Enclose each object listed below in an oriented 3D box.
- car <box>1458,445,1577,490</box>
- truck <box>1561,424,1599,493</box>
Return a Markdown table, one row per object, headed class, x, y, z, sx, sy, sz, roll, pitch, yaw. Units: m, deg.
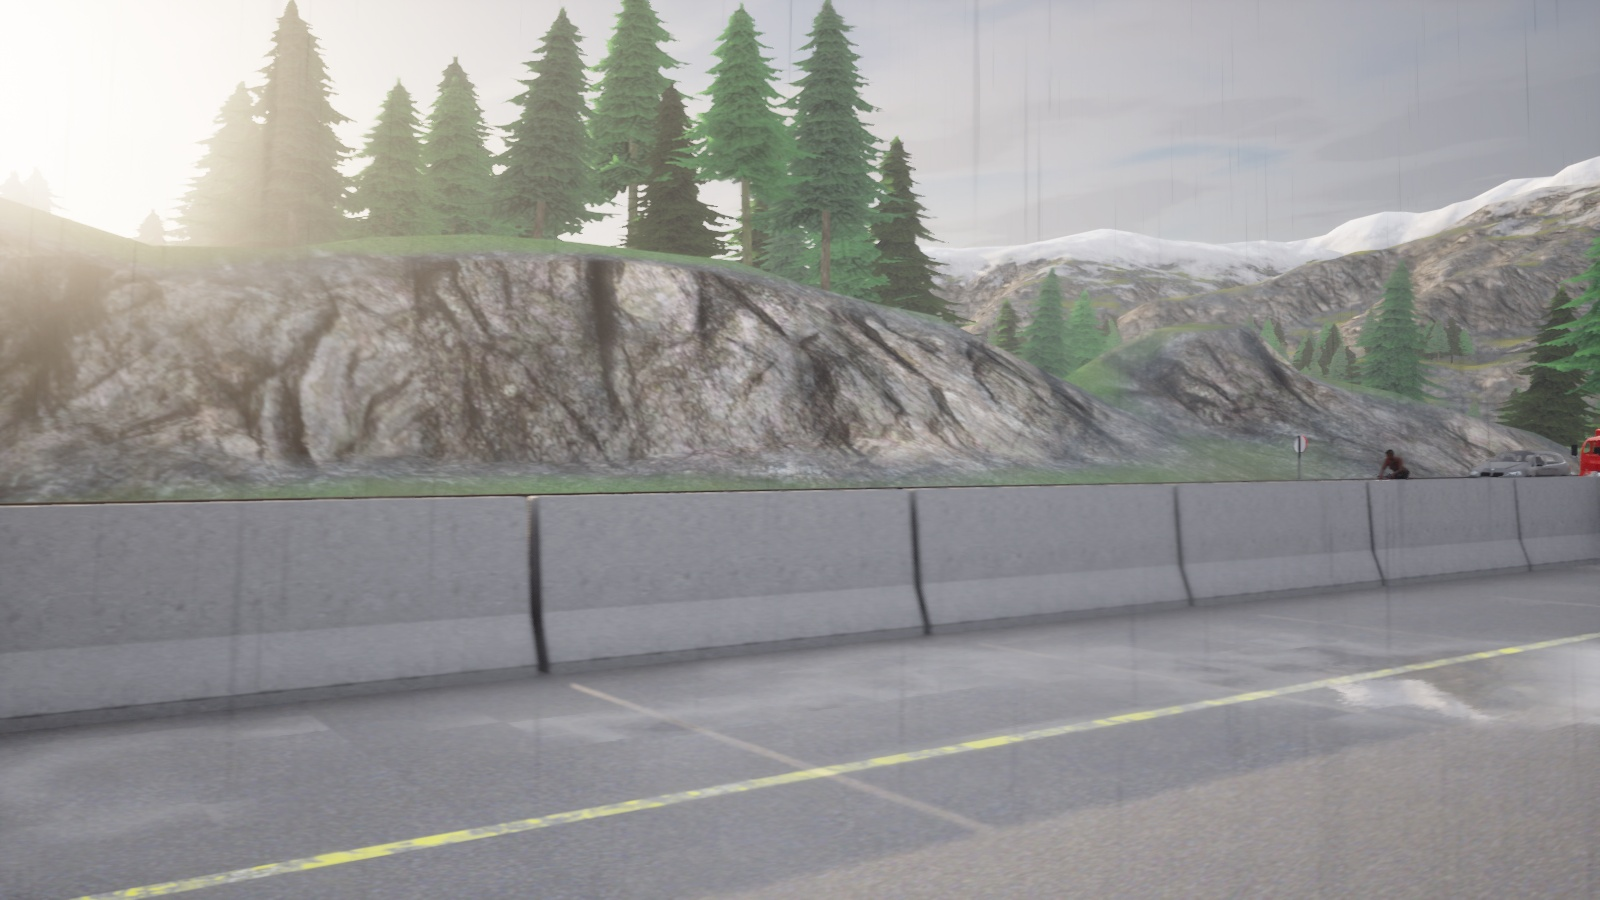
| class | x | y | z | sx | sy | sz | roll | pitch | yaw |
| --- | --- | --- | --- | --- | --- | --- | --- | --- | --- |
| car | 27.772 | 0.651 | 48.575 | 4.611 | 1.667 | 2.242 | 0 | 0 | -35 |
| truck | 30.782 | 0.309 | 46.408 | 5.204 | 2.467 | 2.627 | 0 | 0 | -35 |
